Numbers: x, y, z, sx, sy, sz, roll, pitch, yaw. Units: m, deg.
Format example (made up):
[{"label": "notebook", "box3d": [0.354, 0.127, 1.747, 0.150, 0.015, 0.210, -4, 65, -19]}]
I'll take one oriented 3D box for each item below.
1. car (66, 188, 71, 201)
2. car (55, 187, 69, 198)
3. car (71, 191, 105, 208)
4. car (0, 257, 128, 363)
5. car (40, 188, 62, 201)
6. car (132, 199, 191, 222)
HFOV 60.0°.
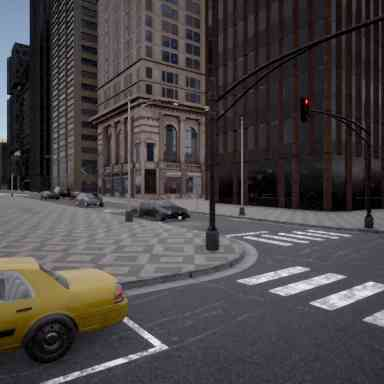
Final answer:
[{"label": "car", "box3d": [-15.982, 0.575, 47.488, 1.882, 1.535, 5.008, 0, 1, -35]}, {"label": "car", "box3d": [-21.947, 0.133, 55.746, 2.150, 2.045, 5.566, 0, 1, -36]}, {"label": "car", "box3d": [-10.681, 0.855, 34.689, 1.837, 1.490, 4.892, 0, 1, -36]}, {"label": "car", "box3d": [-3.276, 1.525, 4.312, 4.829, 1.417, 1.752, 0, 0, -35]}, {"label": "car", "box3d": [-21.458, 0.525, 49.907, 1.882, 1.535, 5.008, 0, 1, -36]}, {"label": "car", "box3d": [-2.280, 1.176, 22.939, 2.033, 1.411, 5.357, 0, 1, -36]}]
